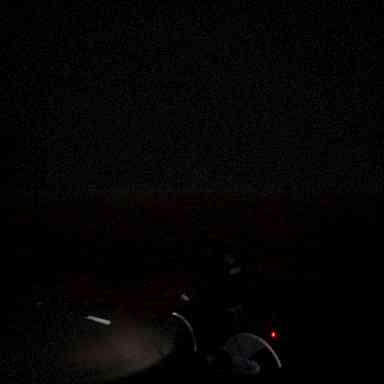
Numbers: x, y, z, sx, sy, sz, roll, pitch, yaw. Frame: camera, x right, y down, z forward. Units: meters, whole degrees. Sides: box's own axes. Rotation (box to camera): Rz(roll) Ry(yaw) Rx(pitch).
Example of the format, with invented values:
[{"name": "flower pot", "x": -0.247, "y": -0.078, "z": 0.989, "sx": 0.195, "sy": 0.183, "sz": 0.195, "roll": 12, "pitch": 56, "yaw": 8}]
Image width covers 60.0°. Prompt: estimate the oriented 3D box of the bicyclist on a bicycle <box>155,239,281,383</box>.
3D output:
[{"name": "bicyclist on a bicycle", "x": 0.197, "y": 1.449, "z": 4.055, "sx": 1.843, "sy": 1.776, "sz": 0.659, "roll": -1, "pitch": -1, "yaw": 39}]
